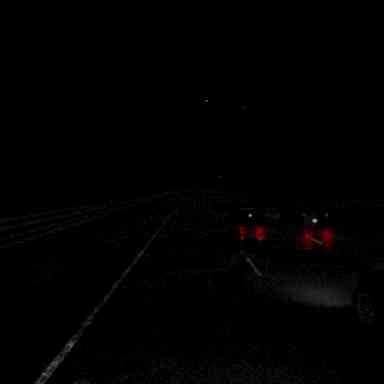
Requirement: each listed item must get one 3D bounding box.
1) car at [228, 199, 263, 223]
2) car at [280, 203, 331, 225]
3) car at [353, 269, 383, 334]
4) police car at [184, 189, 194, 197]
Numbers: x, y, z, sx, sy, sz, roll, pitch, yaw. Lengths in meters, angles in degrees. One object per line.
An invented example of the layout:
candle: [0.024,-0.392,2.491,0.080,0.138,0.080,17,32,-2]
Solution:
car: [3.605,1.211,22.971,2.128,1.511,4.902,0,1,0]
car: [7.103,1.339,21.437,1.895,1.301,4.718,0,1,0]
car: [3.601,1.480,3.626,1.812,1.442,4.674,0,1,0]
police car: [-1.032,0.370,86.953,1.930,1.638,5.238,0,1,0]
